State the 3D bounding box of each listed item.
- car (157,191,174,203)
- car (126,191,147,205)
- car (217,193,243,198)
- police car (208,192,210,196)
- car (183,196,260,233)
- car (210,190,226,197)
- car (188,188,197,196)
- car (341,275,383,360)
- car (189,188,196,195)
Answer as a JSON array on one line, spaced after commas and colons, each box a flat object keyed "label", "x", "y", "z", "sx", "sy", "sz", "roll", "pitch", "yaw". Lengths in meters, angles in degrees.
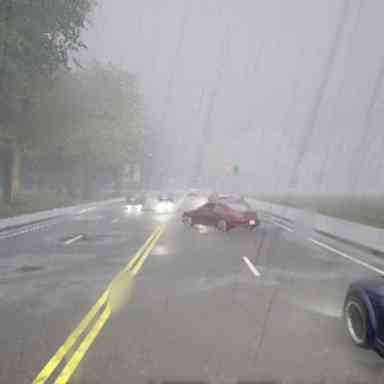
[{"label": "car", "x": -3.280, "y": 0.597, "z": 42.597, "sx": 2.128, "sy": 1.511, "sz": 4.902, "roll": 0, "pitch": 1, "yaw": 0}, {"label": "car", "x": -6.542, "y": 0.662, "z": 39.322, "sx": 2.128, "sy": 1.511, "sz": 4.902, "roll": 0, "pitch": 1, "yaw": 0}, {"label": "car", "x": 3.275, "y": 1.026, "z": 25.374, "sx": 1.994, "sy": 1.385, "sz": 4.181, "roll": 0, "pitch": 1, "yaw": 0}, {"label": "police car", "x": 3.297, "y": 0.510, "z": 47.369, "sx": 2.038, "sy": 1.542, "sz": 4.974, "roll": 0, "pitch": 1, "yaw": 0}, {"label": "car", "x": 1.385, "y": 1.165, "z": 16.955, "sx": 1.812, "sy": 1.442, "sz": 4.674, "roll": -1, "pitch": 1, "yaw": -36}, {"label": "car", "x": 3.286, "y": 0.758, "z": 36.371, "sx": 1.812, "sy": 1.442, "sz": 4.674, "roll": 0, "pitch": 1, "yaw": 0}, {"label": "car", "x": 0.123, "y": 0.171, "z": 68.738, "sx": 1.895, "sy": 1.301, "sz": 4.718, "roll": 0, "pitch": 1, "yaw": 1}, {"label": "car", "x": 3.254, "y": 1.489, "z": 3.379, "sx": 1.994, "sy": 1.385, "sz": 4.181, "roll": 0, "pitch": 1, "yaw": 0}, {"label": "car", "x": 0.081, "y": -0.166, "z": 81.740, "sx": 1.812, "sy": 1.442, "sz": 4.674, "roll": 0, "pitch": 1, "yaw": 0}]
